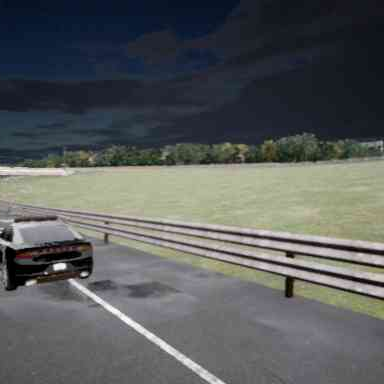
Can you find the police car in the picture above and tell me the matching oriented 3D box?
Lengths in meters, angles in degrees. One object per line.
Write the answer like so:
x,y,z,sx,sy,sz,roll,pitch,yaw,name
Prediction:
-4.484,1.495,9.543,1.930,1.638,5.238,-1,0,-36,police car
